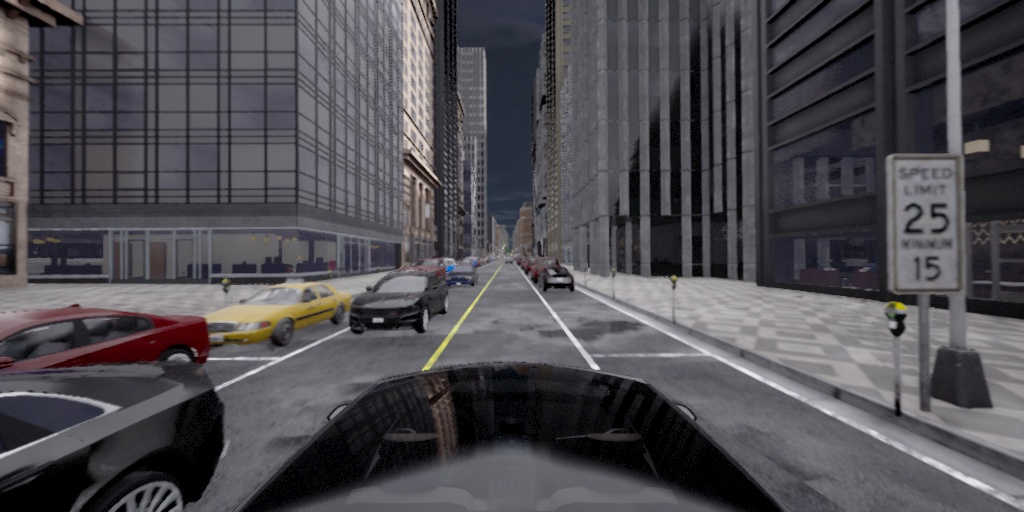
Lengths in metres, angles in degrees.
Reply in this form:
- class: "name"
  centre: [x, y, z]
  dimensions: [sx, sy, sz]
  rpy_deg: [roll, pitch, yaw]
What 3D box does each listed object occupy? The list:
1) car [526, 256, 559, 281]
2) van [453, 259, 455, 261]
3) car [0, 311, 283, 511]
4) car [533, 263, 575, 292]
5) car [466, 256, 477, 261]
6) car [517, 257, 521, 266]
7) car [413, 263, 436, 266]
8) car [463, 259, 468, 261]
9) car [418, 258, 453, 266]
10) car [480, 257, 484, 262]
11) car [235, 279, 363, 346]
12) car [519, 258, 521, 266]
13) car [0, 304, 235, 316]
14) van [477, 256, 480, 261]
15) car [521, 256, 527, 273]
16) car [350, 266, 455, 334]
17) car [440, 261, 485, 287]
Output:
- class: "car"
  centre: [2.475, 1.018, 26.637]
  dimensions: [2.192, 1.841, 5.009]
  rpy_deg: [0, 0, 0]
- class: "van"
  centre: [-6.098, 1.091, 32.191]
  dimensions: [1.690, 1.789, 3.998]
  rpy_deg: [0, 0, 0]
- class: "car"
  centre: [-3.075, 1.263, 0.680]
  dimensions: [2.128, 1.511, 4.902]
  rpy_deg: [0, 0, 0]
- class: "car"
  centre: [2.524, 1.278, 21.013]
  dimensions: [1.948, 1.339, 4.313]
  rpy_deg: [0, 0, 0]
- class: "car"
  centre: [-6.245, 1.148, 49.065]
  dimensions: [1.967, 1.591, 4.097]
  rpy_deg: [0, 0, 0]
- class: "car"
  centre: [2.232, 1.180, 54.760]
  dimensions: [1.888, 1.381, 4.507]
  rpy_deg: [0, 0, 0]
- class: "car"
  centre: [-6.001, 1.316, 20.940]
  dimensions: [1.888, 1.381, 4.507]
  rpy_deg: [0, 0, 0]
- class: "car"
  centre: [-6.147, 1.289, 37.816]
  dimensions: [2.007, 1.370, 4.403]
  rpy_deg: [0, 0, 0]
- class: "car"
  centre: [-6.050, 1.076, 26.566]
  dimensions: [2.192, 1.841, 5.009]
  rpy_deg: [0, 0, 0]
- class: "car"
  centre: [-6.342, 0.991, 60.315]
  dimensions: [2.192, 1.841, 5.009]
  rpy_deg: [0, 0, 0]
- class: "car"
  centre: [-5.902, 1.309, 9.521]
  dimensions: [1.751, 1.417, 4.829]
  rpy_deg: [0, 0, 0]
- class: "car"
  centre: [2.281, 1.233, 49.136]
  dimensions: [1.802, 1.307, 4.207]
  rpy_deg: [0, 0, 0]
- class: "car"
  centre: [-5.855, 1.333, 4.066]
  dimensions: [1.888, 1.381, 4.507]
  rpy_deg: [0, 0, 0]
- class: "van"
  centre: [-6.293, 1.033, 54.690]
  dimensions: [1.690, 1.789, 3.998]
  rpy_deg: [0, 0, 0]
- class: "car"
  centre: [2.378, 0.995, 37.887]
  dimensions: [2.192, 1.841, 5.009]
  rpy_deg: [0, 0, 0]
- class: "car"
  centre: [-3.173, 1.242, 10.961]
  dimensions: [1.882, 1.535, 5.008]
  rpy_deg: [0, 0, 0]
- class: "car"
  centre: [-3.262, 1.294, 24.527]
  dimensions: [2.033, 1.411, 5.357]
  rpy_deg: [0, 0, 0]
